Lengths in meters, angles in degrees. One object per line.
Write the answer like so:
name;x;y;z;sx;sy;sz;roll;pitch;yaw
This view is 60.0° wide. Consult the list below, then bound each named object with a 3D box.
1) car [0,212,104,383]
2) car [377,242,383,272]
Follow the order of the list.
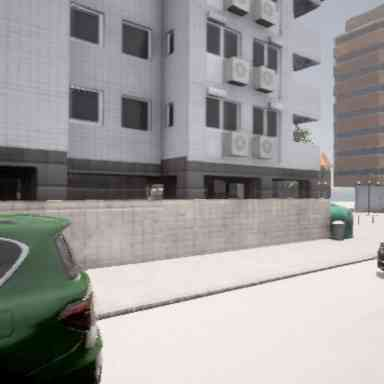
car;-3.419;1.207;2.161;5.566;2.045;2.150;0;0;-35
car;7.323;1.584;9.761;4.902;1.511;2.128;1;0;-35
